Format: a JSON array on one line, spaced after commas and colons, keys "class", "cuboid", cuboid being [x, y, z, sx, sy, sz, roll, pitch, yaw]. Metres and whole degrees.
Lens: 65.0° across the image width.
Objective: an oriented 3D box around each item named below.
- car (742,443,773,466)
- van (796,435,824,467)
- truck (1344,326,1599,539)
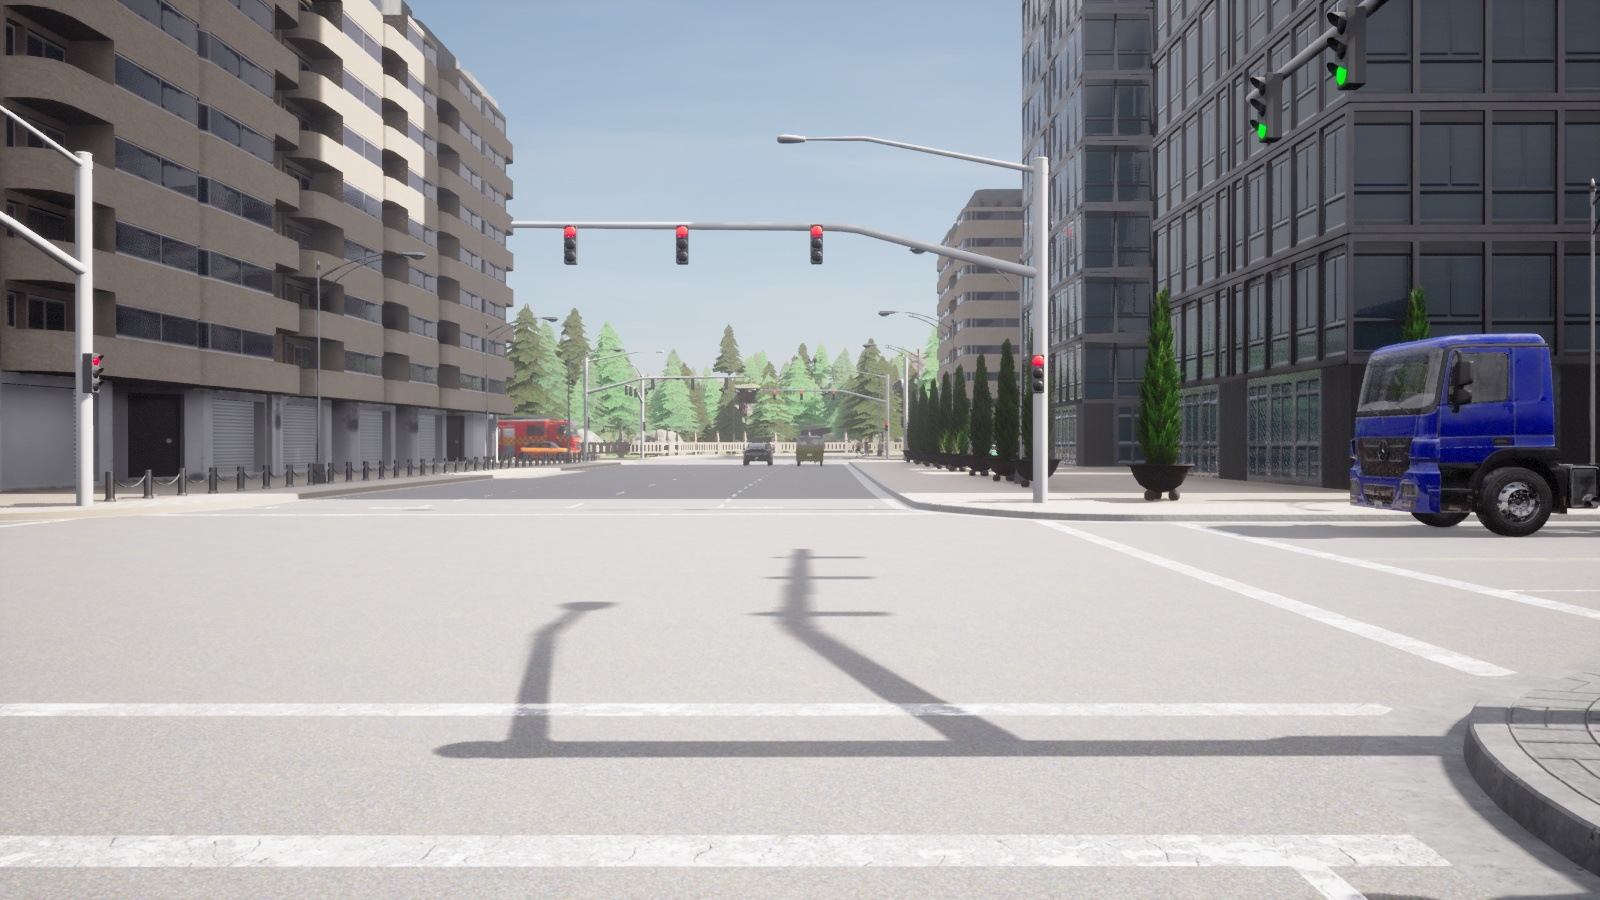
[{"class": "car", "cuboid": [-2.794, 0.274, 84.086, 1.837, 1.490, 4.892, 0, 0, 1]}, {"class": "van", "cuboid": [0.655, 0.041, 81.252, 1.775, 1.987, 4.442, 0, 0, 1]}, {"class": "truck", "cuboid": [14.035, -0.292, 21.786, 7.936, 3.462, 2.891, 0, 0, 1]}]
